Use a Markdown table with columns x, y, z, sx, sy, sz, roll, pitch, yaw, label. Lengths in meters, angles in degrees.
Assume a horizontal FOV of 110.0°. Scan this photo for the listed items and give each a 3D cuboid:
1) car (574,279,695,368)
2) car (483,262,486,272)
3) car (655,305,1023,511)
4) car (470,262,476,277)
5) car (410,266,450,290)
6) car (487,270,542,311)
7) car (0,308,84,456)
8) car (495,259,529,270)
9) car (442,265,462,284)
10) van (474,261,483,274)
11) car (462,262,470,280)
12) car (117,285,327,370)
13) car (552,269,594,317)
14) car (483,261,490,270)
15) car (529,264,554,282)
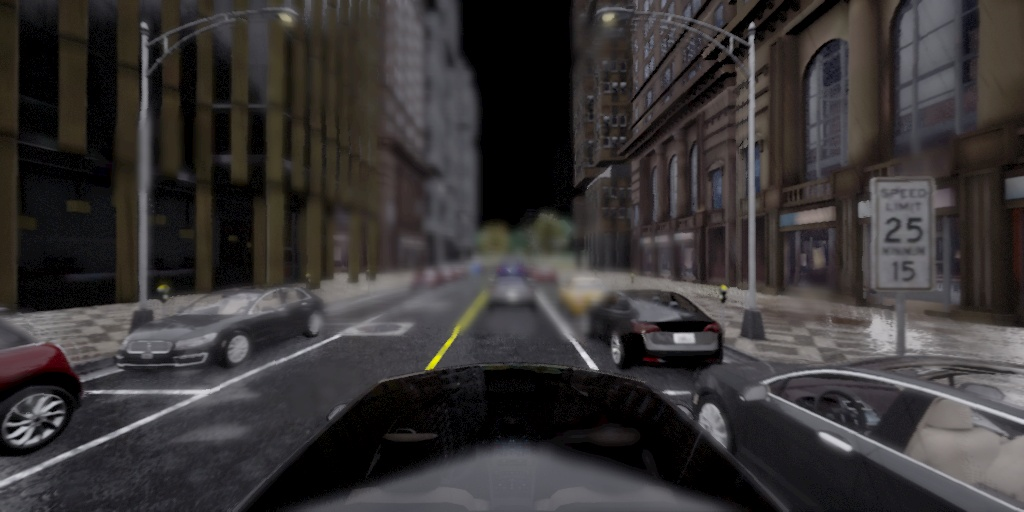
| x | y | z | sx | sy | sz | roll | pitch | yaw | label |
| --- | --- | --- | --- | --- | --- | --- | --- | --- | --- |
| 2.762 | 1.377 | 7.814 | 1.948 | 1.339 | 4.313 | 0 | 0 | 0 | car |
| -5.765 | 2.047 | 58.858 | 1.802 | 1.307 | 4.207 | 0 | 0 | 0 | car |
| 2.762 | 1.305 | 2.145 | 2.007 | 1.370 | 4.403 | 0 | 0 | 0 | car |
| -5.764 | 1.777 | 41.853 | 2.007 | 1.370 | 4.403 | 0 | 0 | 0 | car |
| -5.764 | 1.584 | 24.849 | 1.802 | 1.307 | 4.207 | 0 | 0 | 0 | car |
| 0.020 | 1.455 | 15.254 | 1.994 | 1.385 | 4.181 | 0 | -1 | 0 | car |
| -5.763 | 1.194 | 2.175 | 1.967 | 1.591 | 4.097 | 0 | 0 | 0 | car |
| 0.007 | 1.285 | 29.430 | 2.150 | 2.045 | 5.566 | 0 | 0 | 0 | car |
| -5.764 | 1.514 | 30.515 | 1.967 | 1.591 | 4.097 | 0 | 0 | 0 | car |
| -5.764 | 1.724 | 53.191 | 1.690 | 1.789 | 3.998 | 0 | 0 | 0 | van |
| -5.764 | 1.588 | 36.185 | 1.967 | 1.591 | 4.097 | 0 | 0 | 0 | car |
| -5.763 | 1.361 | 7.844 | 2.007 | 1.370 | 4.403 | 0 | 0 | 0 | car |
| 2.762 | 1.396 | 13.651 | 1.751 | 1.417 | 4.829 | 0 | 0 | 0 | car |
| -5.765 | 1.864 | 64.525 | 2.192 | 1.841 | 5.009 | 0 | 0 | 0 | car |
| 2.762 | 1.514 | 30.486 | 1.967 | 1.591 | 4.097 | 0 | 0 | 0 | car |
